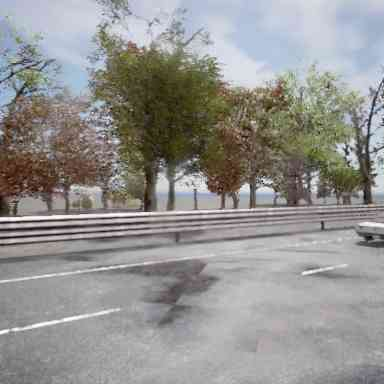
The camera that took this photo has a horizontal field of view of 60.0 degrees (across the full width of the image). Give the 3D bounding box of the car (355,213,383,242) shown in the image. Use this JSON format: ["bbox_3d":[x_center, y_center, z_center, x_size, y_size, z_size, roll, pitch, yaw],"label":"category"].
[{"bbox_3d":[9.677,1.608,15.193,4.718,1.301,1.895,0,0,-31],"label":"car"}]
